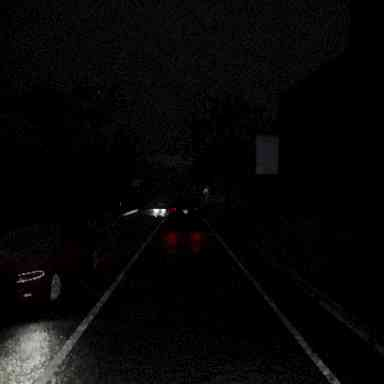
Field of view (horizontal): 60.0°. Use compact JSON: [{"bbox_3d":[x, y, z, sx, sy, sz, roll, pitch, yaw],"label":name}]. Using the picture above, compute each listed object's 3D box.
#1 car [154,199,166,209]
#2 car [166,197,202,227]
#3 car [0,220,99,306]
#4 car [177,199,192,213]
[{"bbox_3d":[-4.866,1.790,51.761,2.128,1.511,4.902,0,0,-1],"label":"car"},{"bbox_3d":[-0.475,1.352,23.796,2.150,2.045,5.566,0,0,-2],"label":"car"},{"bbox_3d":[-3.777,1.537,8.440,1.882,1.535,5.008,0,0,-1],"label":"car"},{"bbox_3d":[-0.964,1.688,42.496,1.801,1.575,5.366,0,0,-1],"label":"car"}]
